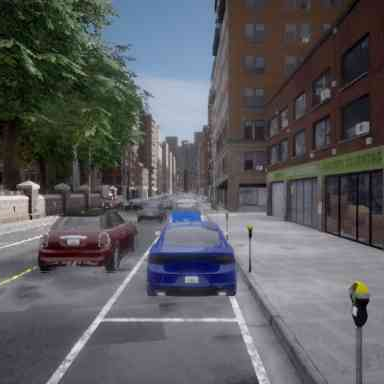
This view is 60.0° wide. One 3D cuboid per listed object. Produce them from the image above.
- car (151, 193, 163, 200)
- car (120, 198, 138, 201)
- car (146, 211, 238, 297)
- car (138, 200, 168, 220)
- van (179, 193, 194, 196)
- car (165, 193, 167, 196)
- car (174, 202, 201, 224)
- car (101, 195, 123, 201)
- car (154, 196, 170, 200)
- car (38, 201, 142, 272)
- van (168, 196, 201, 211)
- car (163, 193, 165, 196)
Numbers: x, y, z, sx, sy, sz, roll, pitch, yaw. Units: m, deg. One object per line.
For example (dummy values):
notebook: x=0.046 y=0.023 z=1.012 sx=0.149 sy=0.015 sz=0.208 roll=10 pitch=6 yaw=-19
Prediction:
car: x=-8.815 y=1.432 z=80.459 sx=1.752 sy=1.417 sz=4.829 roll=0 pitch=0 yaw=0
car: x=-6.222 y=1.577 z=36.596 sx=1.895 sy=1.301 sz=4.718 roll=0 pitch=0 yaw=0
car: x=-0.005 y=1.475 z=8.650 sx=1.882 sy=1.535 sz=5.008 roll=0 pitch=0 yaw=0
car: x=-3.062 y=1.551 z=26.235 sx=1.994 sy=1.385 sz=4.181 roll=0 pitch=0 yaw=0
van: x=-0.290 y=1.317 z=36.980 sx=1.690 sy=1.788 sz=3.998 roll=0 pitch=0 yaw=0
car: x=-8.815 y=1.438 z=91.530 sx=1.887 sy=1.381 sz=4.507 roll=0 pitch=0 yaw=0
car: x=-0.290 y=1.532 z=25.659 sx=1.887 sy=1.381 sz=4.507 roll=0 pitch=0 yaw=0
car: x=-8.815 y=1.291 z=36.940 sx=2.192 sy=1.841 sz=5.009 roll=0 pitch=0 yaw=0
car: x=-3.064 y=1.535 z=40.580 sx=1.994 sy=1.385 sz=4.181 roll=0 pitch=0 yaw=0
car: x=-3.146 y=1.350 z=10.953 sx=2.097 sy=1.767 sz=4.553 roll=0 pitch=0 yaw=0
van: x=-0.290 y=1.333 z=19.998 sx=1.690 sy=1.788 sz=3.998 roll=0 pitch=0 yaw=0
car: x=-8.815 y=1.450 z=86.079 sx=2.008 sy=1.369 sz=4.403 roll=0 pitch=0 yaw=0
